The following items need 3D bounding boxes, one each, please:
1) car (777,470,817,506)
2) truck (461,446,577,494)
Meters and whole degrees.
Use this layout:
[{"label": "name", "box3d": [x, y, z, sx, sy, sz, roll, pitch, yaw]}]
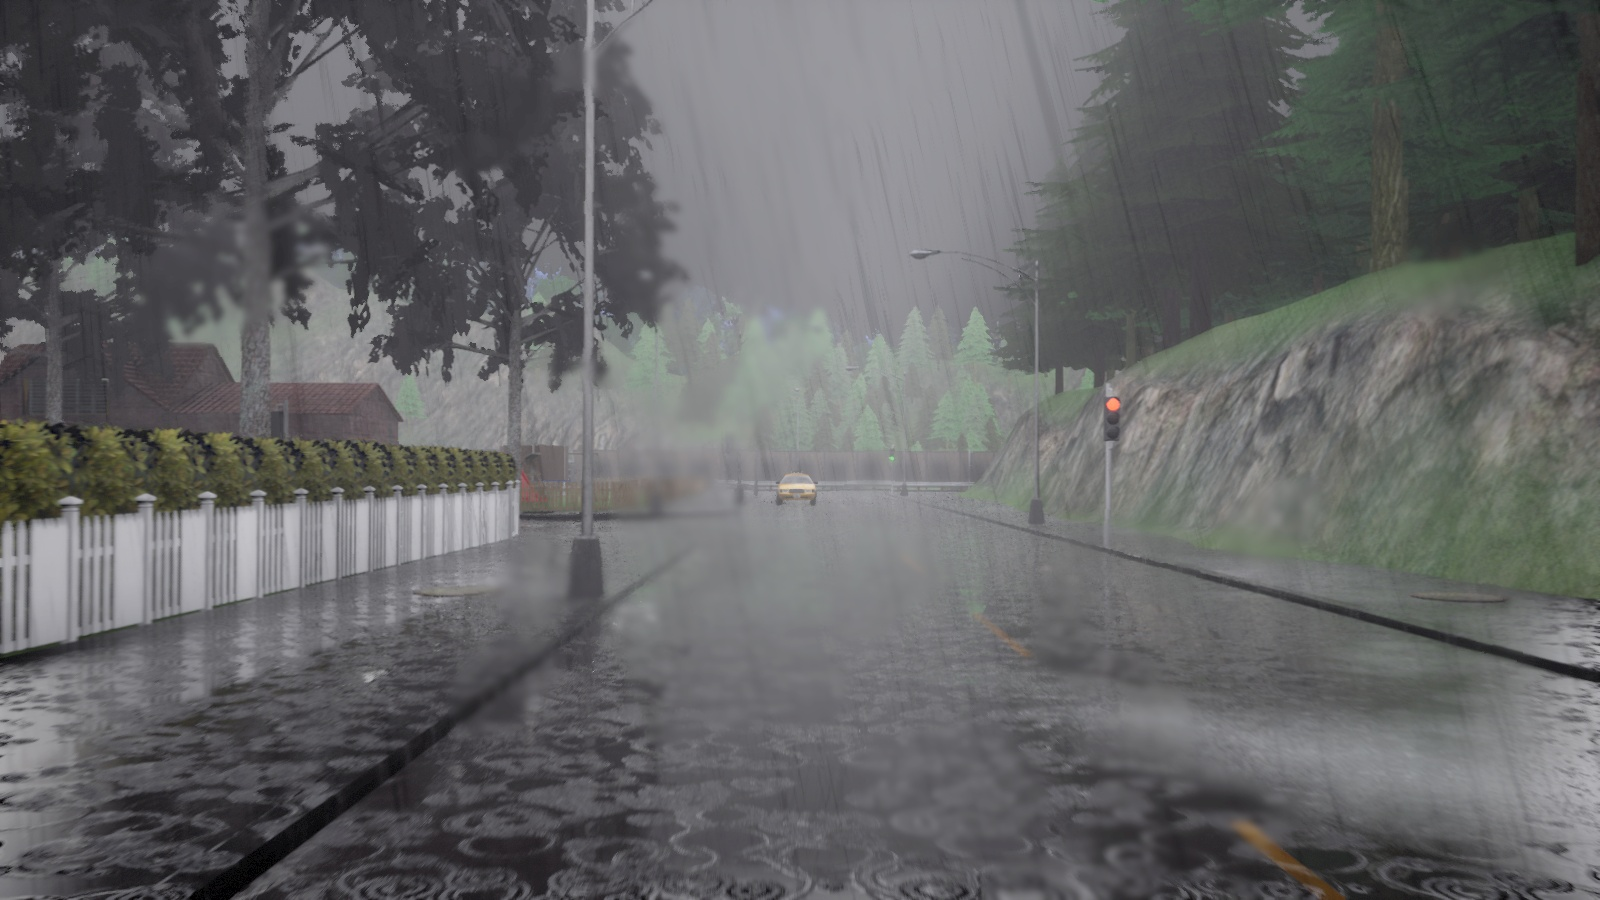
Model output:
[{"label": "car", "box3d": [-0.135, 1.742, 58.976, 1.801, 1.575, 5.366, 0, -1, 0]}, {"label": "truck", "box3d": [-20.603, 1.463, 92.432, 7.936, 3.462, 2.891, 0, -1, 0]}]
